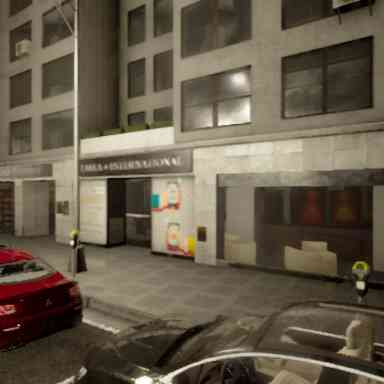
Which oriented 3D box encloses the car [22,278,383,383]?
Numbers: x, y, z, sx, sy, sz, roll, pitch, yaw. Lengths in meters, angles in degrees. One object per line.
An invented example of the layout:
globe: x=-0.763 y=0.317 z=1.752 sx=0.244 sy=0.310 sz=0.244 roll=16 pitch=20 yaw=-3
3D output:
car: x=0.924 y=1.551 z=2.420 sx=4.403 sy=1.369 sz=2.008 roll=0 pitch=0 yaw=36

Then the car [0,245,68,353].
car: x=-3.574 y=1.582 z=5.630 sx=4.206 sy=1.307 sz=1.802 roll=0 pitch=0 yaw=36
